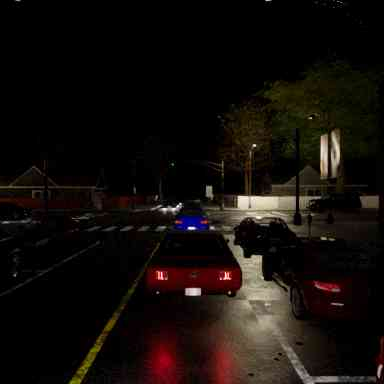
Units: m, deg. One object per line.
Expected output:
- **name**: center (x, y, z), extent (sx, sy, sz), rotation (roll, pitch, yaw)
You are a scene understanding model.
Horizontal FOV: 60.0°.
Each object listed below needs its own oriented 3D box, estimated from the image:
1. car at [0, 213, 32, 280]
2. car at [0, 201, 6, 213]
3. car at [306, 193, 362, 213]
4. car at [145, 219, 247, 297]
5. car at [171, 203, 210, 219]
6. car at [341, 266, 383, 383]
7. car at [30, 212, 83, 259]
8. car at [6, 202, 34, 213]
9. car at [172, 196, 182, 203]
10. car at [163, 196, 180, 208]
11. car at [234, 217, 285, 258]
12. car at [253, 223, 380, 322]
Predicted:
- **car**: center (-5.395, 1.440, 6.970), extent (1.967, 1.590, 4.097), rotation (0, 0, 0)
- **car**: center (-17.433, 1.603, 25.531), extent (4.892, 1.490, 1.837), rotation (0, 0, 3)
- **car**: center (15.136, 1.122, 35.499), extent (5.566, 2.045, 2.150), rotation (0, 0, 0)
- **car**: center (0.042, 1.601, 8.516), extent (1.895, 1.301, 4.718), rotation (0, 0, 0)
- **car**: center (-0.026, 1.526, 17.573), extent (1.812, 1.442, 4.674), rotation (0, 0, 0)
- **car**: center (2.639, 1.545, 1.468), extent (1.887, 1.381, 4.507), rotation (0, 0, 0)
- **car**: center (-5.405, 1.582, 12.489), extent (1.802, 1.307, 4.206), rotation (0, 0, 0)
- **car**: center (-16.278, 1.595, 28.771), extent (4.892, 1.490, 1.837), rotation (0, 0, -1)
- **car**: center (-3.191, 1.548, 70.109), extent (1.837, 1.490, 4.892), rotation (0, 0, 0)
- **car**: center (-3.195, 1.569, 48.822), extent (2.033, 1.411, 5.357), rotation (0, 0, 0)
- **car**: center (2.620, 1.566, 12.505), extent (1.947, 1.339, 4.313), rotation (0, 0, 0)
- **car**: center (2.630, 1.582, 6.986), extent (1.802, 1.307, 4.206), rotation (0, 0, 0)
